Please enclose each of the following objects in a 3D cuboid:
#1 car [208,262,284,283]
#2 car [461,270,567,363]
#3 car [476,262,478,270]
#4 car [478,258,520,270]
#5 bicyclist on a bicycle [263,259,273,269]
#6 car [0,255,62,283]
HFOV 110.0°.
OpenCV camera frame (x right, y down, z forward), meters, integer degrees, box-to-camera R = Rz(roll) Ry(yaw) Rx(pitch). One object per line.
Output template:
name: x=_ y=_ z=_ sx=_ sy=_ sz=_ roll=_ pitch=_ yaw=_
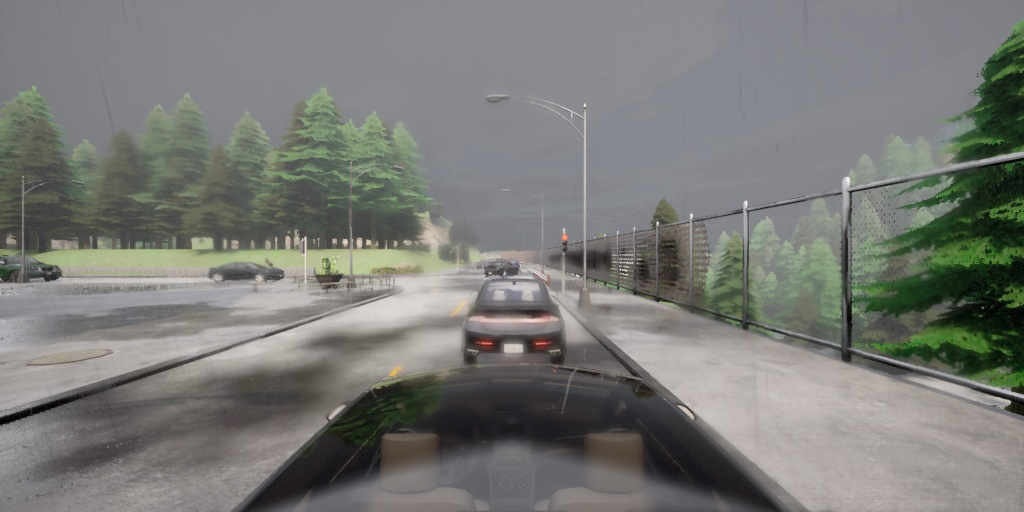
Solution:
car: x=-20.009 y=1.227 z=27.141 sx=5.008 sy=1.535 sz=1.882 roll=0 pitch=0 yaw=0
car: x=0.047 y=1.241 z=8.061 sx=2.128 sy=1.511 sz=4.902 roll=0 pitch=0 yaw=1
car: x=-4.089 y=1.254 z=52.481 sx=1.837 sy=1.490 sz=4.892 roll=0 pitch=0 yaw=0
car: x=-0.845 y=1.255 z=33.919 sx=1.837 sy=1.490 sz=4.892 roll=3 pitch=1 yaw=27
bicyclist on a bicycle: x=-24.152 y=1.099 z=35.543 sx=0.582 sy=1.620 sz=1.656 roll=0 pitch=0 yaw=0
car: x=-37.828 y=0.970 z=27.161 sx=5.566 sy=2.045 sz=2.150 roll=0 pitch=0 yaw=0
